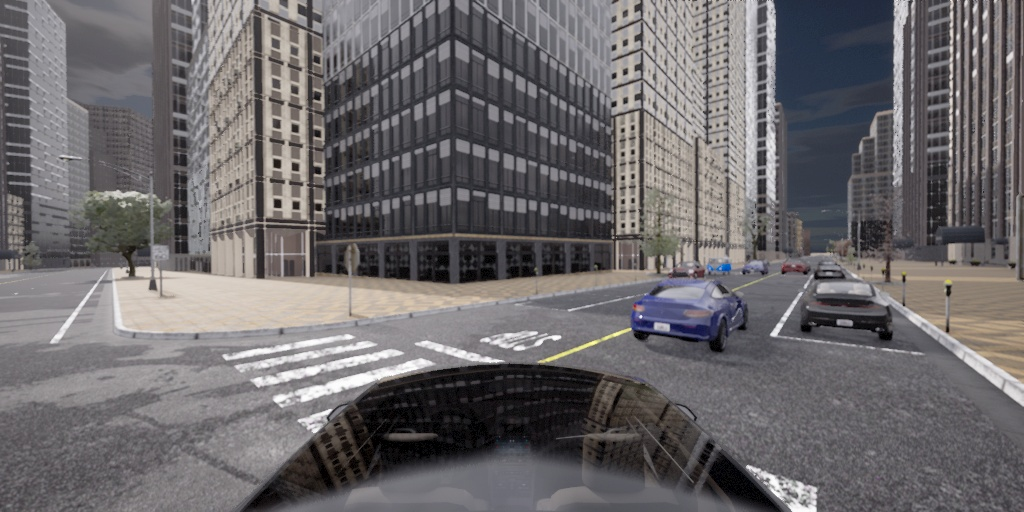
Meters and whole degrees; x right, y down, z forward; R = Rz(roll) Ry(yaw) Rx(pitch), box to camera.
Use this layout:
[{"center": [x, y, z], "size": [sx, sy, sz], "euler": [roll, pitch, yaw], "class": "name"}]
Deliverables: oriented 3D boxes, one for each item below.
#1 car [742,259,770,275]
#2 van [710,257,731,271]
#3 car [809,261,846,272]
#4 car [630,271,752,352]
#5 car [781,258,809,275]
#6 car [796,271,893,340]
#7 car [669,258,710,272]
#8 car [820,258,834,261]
[{"center": [25.463, 1.208, 37.456], "size": [1.812, 1.442, 4.674], "euler": [0, 0, 41], "class": "car"}, {"center": [21.213, 1.021, 36.688], "size": [1.690, 1.789, 3.998], "euler": [0, 0, 41], "class": "van"}, {"center": [23.806, 1.276, 26.918], "size": [1.948, 1.339, 4.313], "euler": [0, 0, 41], "class": "car"}, {"center": [4.534, 1.263, 8.957], "size": [1.812, 1.442, 4.674], "euler": [0, 0, 41], "class": "car"}, {"center": [29.785, 1.038, 37.713], "size": [2.097, 1.767, 4.553], "euler": [0, 0, 41], "class": "car"}, {"center": [9.049, 1.290, 9.842], "size": [2.007, 1.370, 4.403], "euler": [0, 0, 41], "class": "car"}, {"center": [13.788, 1.136, 28.193], "size": [1.967, 1.591, 4.097], "euler": [0, 0, 41], "class": "car"}, {"center": [34.947, 1.251, 39.663], "size": [1.948, 1.339, 4.313], "euler": [0, 0, 41], "class": "car"}]
